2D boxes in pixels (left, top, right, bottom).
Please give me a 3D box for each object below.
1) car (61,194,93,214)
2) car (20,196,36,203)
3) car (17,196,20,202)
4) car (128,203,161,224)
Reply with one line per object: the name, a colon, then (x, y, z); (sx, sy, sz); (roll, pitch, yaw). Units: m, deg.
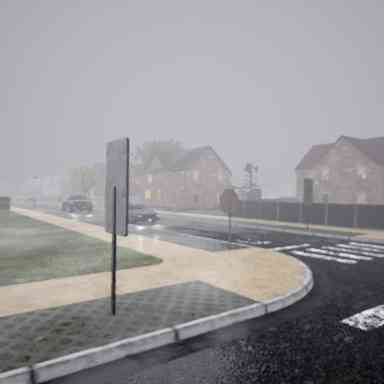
car: (-12.669, 1.246, 36.477); (2.150, 2.045, 5.566); (1, -1, -35)
car: (-35.339, 1.612, 72.609); (2.128, 1.511, 4.902); (1, -1, -36)
car: (-41.354, 1.757, 80.910); (2.128, 1.511, 4.902); (1, -1, -36)
car: (-4.421, 1.566, 25.050); (2.033, 1.411, 5.357); (1, -1, -36)
